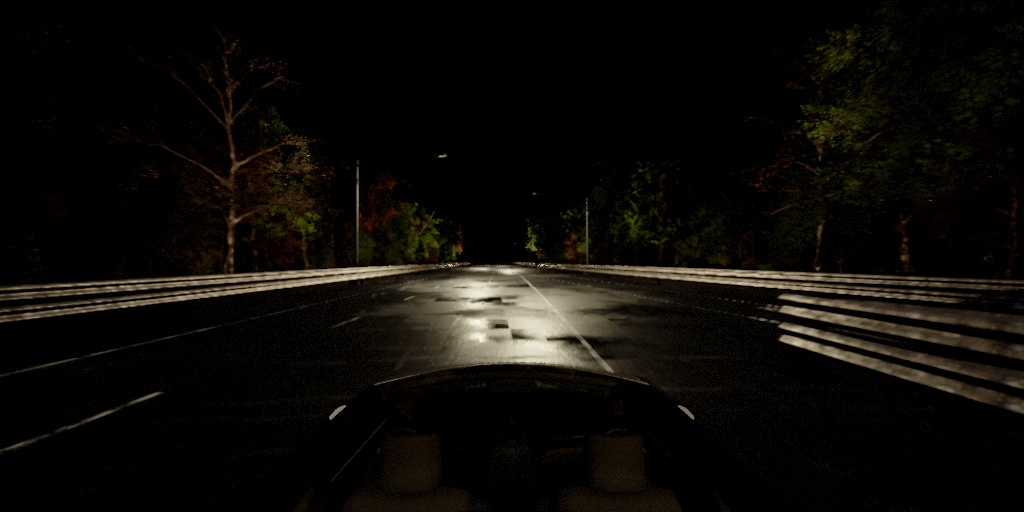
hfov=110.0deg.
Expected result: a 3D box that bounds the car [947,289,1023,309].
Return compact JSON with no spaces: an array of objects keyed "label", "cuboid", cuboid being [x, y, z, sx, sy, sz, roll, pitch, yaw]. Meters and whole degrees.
[{"label":"car","cuboid":[11.227,1.394,7.398,2.033,1.411,5.357,0,-1,-12]}]
